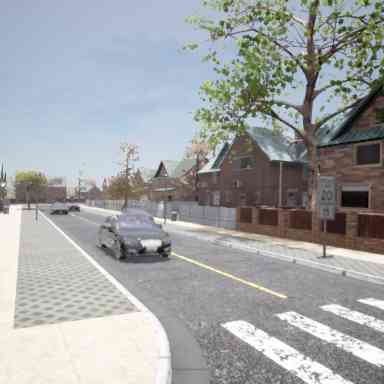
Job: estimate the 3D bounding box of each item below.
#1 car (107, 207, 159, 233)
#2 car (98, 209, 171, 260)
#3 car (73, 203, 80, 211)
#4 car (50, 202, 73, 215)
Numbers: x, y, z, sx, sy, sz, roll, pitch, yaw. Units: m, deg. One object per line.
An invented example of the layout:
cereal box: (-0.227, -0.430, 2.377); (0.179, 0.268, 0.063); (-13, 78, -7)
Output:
car: (-4.247, 1.866, 23.201); (2.033, 1.411, 5.357); (2, -1, -27)
car: (-2.414, 1.631, 13.108); (2.128, 1.511, 4.902); (2, -1, -27)
car: (-18.602, 2.259, 51.370); (1.895, 1.301, 4.718); (2, -2, -27)
car: (-15.869, 1.986, 39.657); (2.033, 1.411, 5.357); (2, -2, -26)
